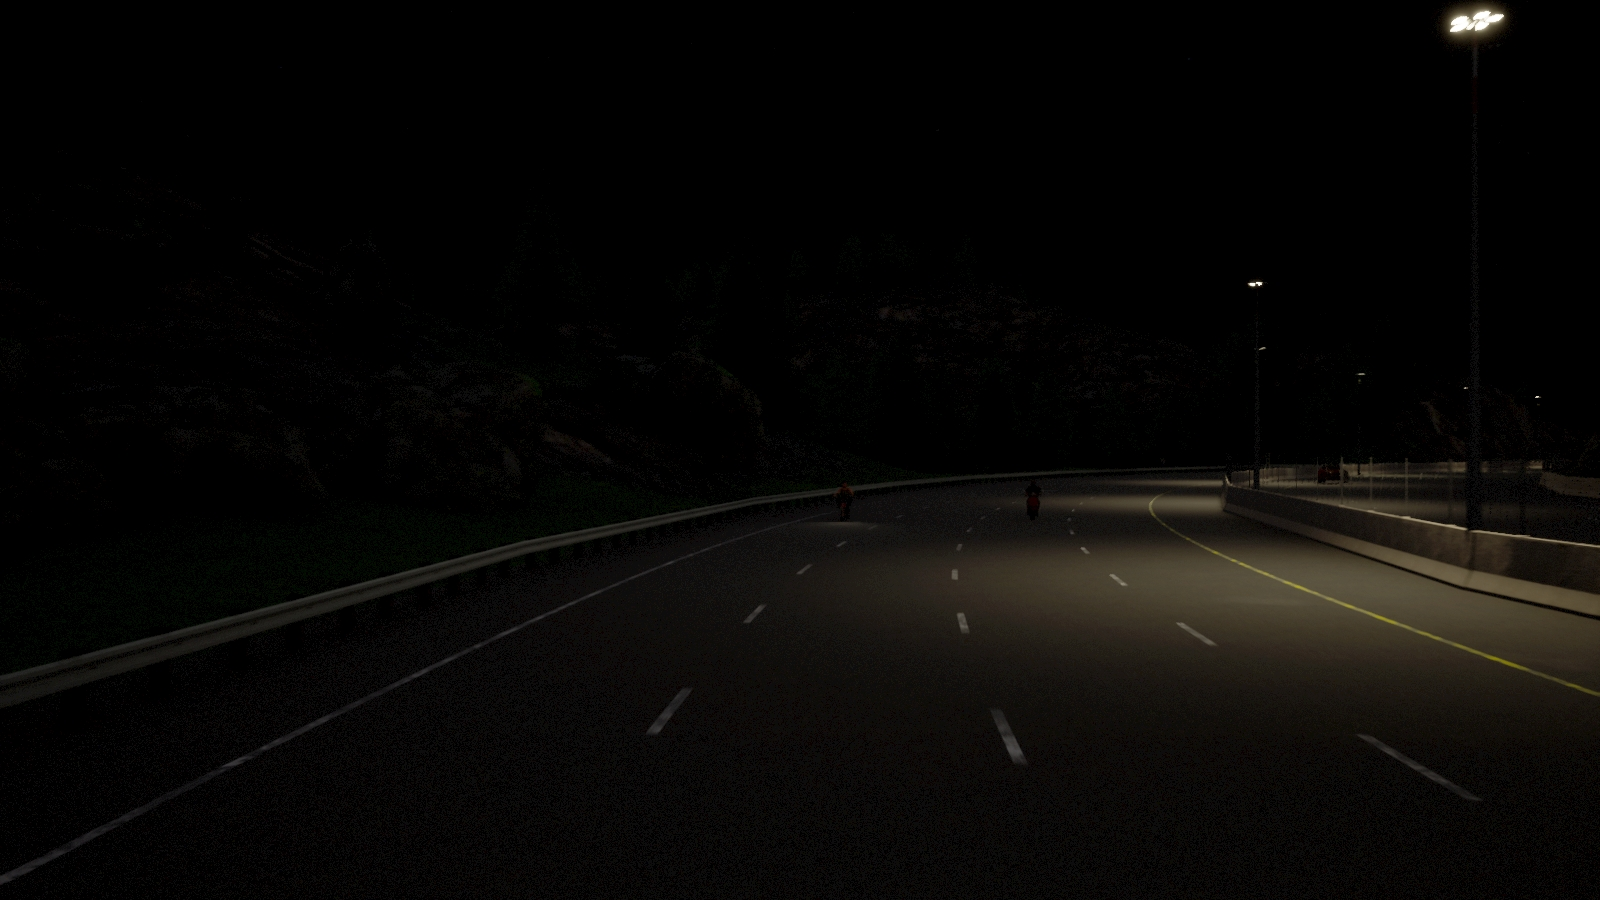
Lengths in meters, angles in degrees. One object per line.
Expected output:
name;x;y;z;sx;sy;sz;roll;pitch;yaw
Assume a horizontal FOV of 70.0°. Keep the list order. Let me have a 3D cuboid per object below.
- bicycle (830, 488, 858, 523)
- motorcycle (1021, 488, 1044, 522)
bicycle;1.742;2.151;44.834;0.859;1.295;1.487;0;0;13
motorcycle;9.338;2.196;45.906;0.856;1.236;1.805;1;0;12
